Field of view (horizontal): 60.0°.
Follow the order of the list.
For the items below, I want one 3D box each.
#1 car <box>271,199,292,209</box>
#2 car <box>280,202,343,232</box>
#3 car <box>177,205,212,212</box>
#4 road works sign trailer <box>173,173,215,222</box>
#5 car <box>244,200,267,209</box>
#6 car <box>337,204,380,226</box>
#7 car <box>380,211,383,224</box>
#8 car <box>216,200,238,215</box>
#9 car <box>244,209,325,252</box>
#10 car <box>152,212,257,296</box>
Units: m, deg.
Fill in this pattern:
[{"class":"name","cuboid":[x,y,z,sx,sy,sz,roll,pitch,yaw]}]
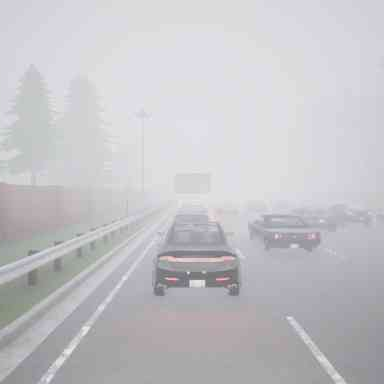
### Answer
[{"class":"car","cuboid":[10.593,1.545,38.452,2.033,1.411,5.357,0,0,0]},{"class":"car","cuboid":[7.096,1.563,20.196,1.994,1.385,4.181,0,0,0]},{"class":"car","cuboid":[0.098,1.473,19.048,1.882,1.535,5.008,0,0,4]},{"class":"road works sign trailer","cuboid":[0.065,0.463,22.968,2.380,3.560,2.880,0,0,-2]},{"class":"car","cuboid":[7.088,1.562,37.210,1.994,1.385,4.181,0,0,0]},{"class":"car","cuboid":[10.594,1.525,22.992,1.812,1.442,4.674,0,-1,0]},{"class":"car","cuboid":[14.094,1.600,21.781,1.895,1.301,4.718,0,0,0]},{"class":"car","cuboid":[3.594,1.524,34.364,1.812,1.442,4.674,0,0,0]},{"class":"car","cuboid":[3.596,1.600,13.922,1.895,1.301,4.718,0,0,0]},{"class":"car","cuboid":[0.098,1.491,8.621,2.128,1.511,4.902,0,0,0]}]
